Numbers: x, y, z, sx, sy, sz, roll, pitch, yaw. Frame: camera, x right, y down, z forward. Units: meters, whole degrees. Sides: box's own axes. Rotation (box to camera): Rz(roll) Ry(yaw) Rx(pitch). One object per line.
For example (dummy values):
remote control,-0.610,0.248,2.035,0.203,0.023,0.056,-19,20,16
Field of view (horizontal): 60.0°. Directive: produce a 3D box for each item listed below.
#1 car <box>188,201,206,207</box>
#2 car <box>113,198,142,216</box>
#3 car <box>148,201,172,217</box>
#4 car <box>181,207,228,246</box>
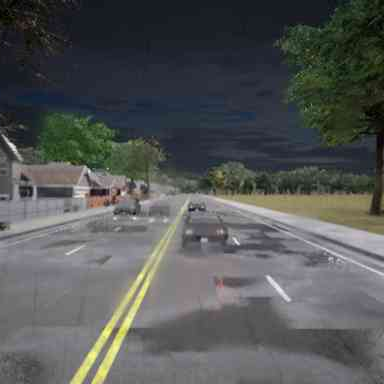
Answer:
car,0.537,1.625,37.515,1.895,1.301,4.718,0,0,0
car,-6.161,1.341,32.129,2.097,1.767,4.553,0,0,0
car,-2.919,1.550,31.249,2.033,1.411,5.357,0,0,0
car,0.504,1.609,15.296,1.895,1.301,4.718,0,0,0
